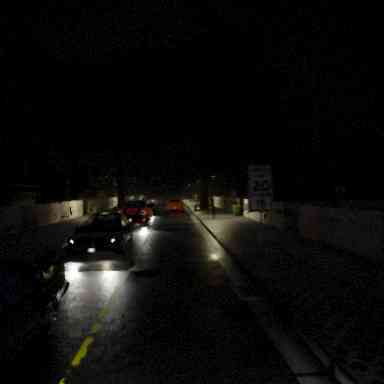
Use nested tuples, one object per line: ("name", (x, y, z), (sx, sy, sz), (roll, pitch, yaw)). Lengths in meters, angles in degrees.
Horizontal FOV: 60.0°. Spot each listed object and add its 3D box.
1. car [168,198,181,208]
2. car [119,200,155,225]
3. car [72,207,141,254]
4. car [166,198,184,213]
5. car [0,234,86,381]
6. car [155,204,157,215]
("car", (-2.545, 1.581, 48.560), (1.895, 1.301, 4.718), (-1, 0, -3))
("car", (-4.070, 1.373, 23.788), (2.097, 1.767, 4.553), (-1, 0, -3))
("car", (-3.536, 1.575, 13.858), (2.033, 1.411, 5.357), (-1, 0, -3))
("car", (-1.882, 1.456, 36.970), (1.882, 1.535, 5.008), (-1, 0, -3))
("car", (-2.987, 1.582, 3.764), (2.033, 1.411, 5.357), (-1, 0, -3))
("car", (-4.547, 1.582, 33.118), (1.994, 1.385, 4.181), (-1, 0, -3))
